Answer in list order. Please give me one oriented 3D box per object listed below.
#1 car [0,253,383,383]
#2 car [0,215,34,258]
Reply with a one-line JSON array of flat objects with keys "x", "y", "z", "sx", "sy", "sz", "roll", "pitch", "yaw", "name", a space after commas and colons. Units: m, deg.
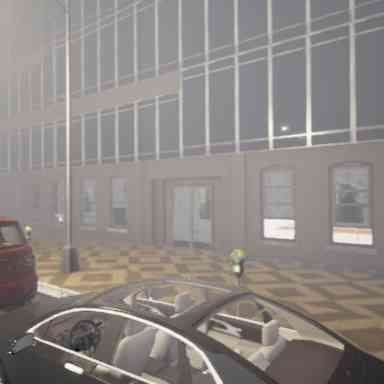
[{"x": -0.432, "y": 1.552, "z": 3.191, "sx": 4.403, "sy": 1.369, "sz": 2.008, "roll": 0, "pitch": -1, "yaw": 35, "name": "car"}, {"x": -5.025, "y": 1.320, "z": 6.467, "sx": 5.009, "sy": 1.841, "sz": 2.192, "roll": 0, "pitch": -1, "yaw": 35, "name": "car"}]
